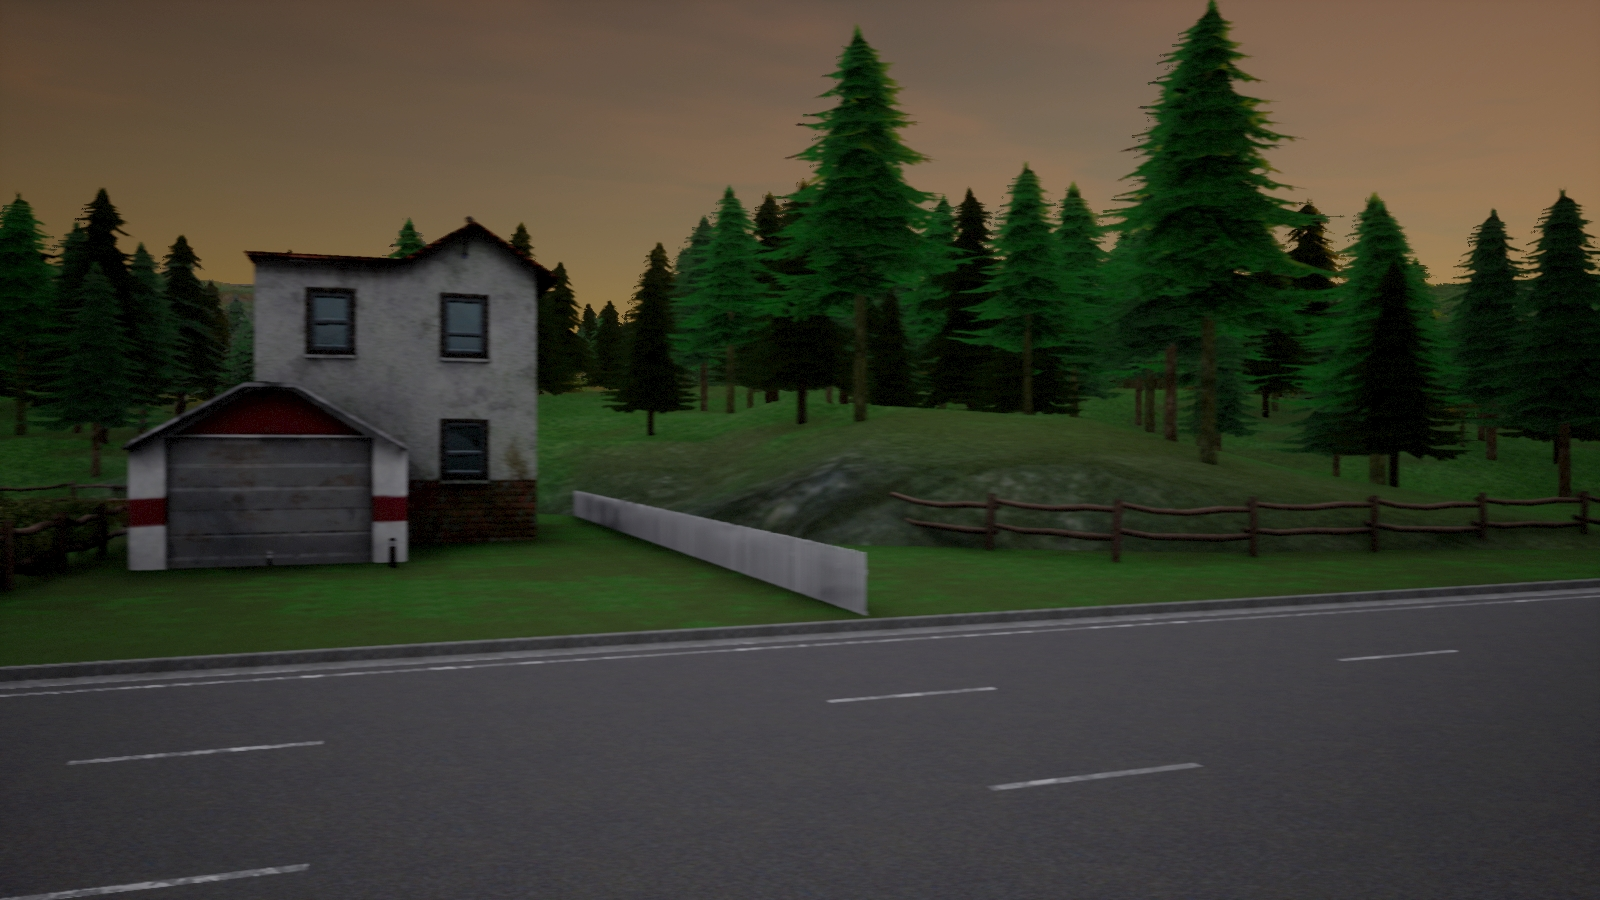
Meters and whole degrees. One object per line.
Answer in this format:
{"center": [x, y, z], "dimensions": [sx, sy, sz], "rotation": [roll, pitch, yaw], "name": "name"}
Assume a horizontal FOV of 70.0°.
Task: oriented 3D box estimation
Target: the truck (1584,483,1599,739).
{"center": [10.594, 1.570, 10.878], "dimensions": [5.204, 2.467, 2.627], "rotation": [0, 0, -20], "name": "truck"}
